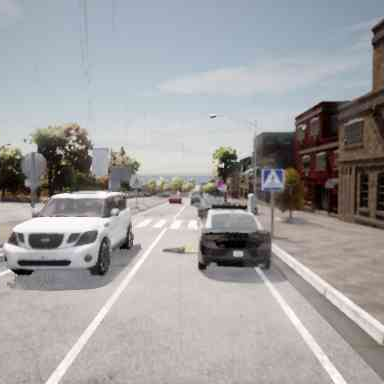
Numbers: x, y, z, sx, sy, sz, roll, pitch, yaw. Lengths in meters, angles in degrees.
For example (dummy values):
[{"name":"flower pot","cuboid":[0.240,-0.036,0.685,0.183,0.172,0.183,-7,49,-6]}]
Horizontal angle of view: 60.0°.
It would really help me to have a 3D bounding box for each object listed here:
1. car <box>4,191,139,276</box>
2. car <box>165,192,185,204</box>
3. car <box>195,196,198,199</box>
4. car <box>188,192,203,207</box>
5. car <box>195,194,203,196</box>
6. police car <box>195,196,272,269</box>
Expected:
[{"name":"car","cuboid":[-3.207,1.006,9.958,2.150,2.045,5.566,0,1,0]},{"name":"car","cuboid":[-2.560,1.095,51.520,1.882,1.535,5.008,0,0,1]},{"name":"car","cuboid":[1.252,1.191,20.332,1.837,1.490,4.892,0,0,1]},{"name":"car","cuboid":[0.722,1.127,48.047,1.837,1.490,4.892,0,0,1]},{"name":"car","cuboid":[1.343,1.177,26.336,1.837,1.490,4.892,0,0,1]},{"name":"police car","cuboid":[1.132,1.180,10.419,1.930,1.638,5.238,1,2,1]}]
